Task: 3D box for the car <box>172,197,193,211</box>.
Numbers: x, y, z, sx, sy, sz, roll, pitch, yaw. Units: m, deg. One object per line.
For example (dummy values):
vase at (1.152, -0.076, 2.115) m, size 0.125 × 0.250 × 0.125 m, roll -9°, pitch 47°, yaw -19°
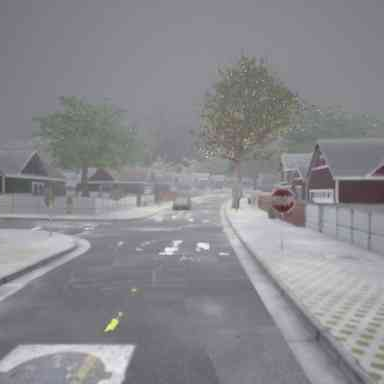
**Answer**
car at (-1.005, 1.315, 37.110) m, size 1.882 × 1.535 × 5.008 m, roll 0°, pitch 2°, yaw 5°
